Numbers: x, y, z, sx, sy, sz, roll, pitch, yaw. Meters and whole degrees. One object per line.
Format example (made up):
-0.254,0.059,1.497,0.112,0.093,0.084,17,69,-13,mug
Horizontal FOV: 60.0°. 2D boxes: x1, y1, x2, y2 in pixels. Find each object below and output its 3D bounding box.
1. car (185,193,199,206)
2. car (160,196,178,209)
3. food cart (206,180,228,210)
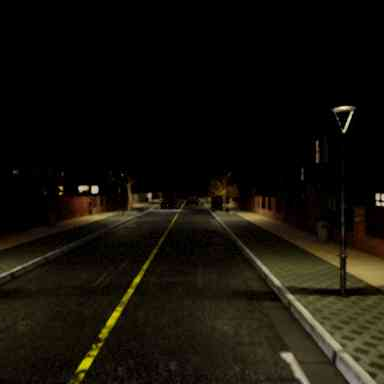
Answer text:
0.003,1.331,49.116,2.033,1.411,5.357,0,0,0,car
-2.837,1.324,41.221,1.837,1.490,4.892,0,0,0,car
3.051,0.282,41.696,2.280,3.560,4.660,1,2,0,food cart
